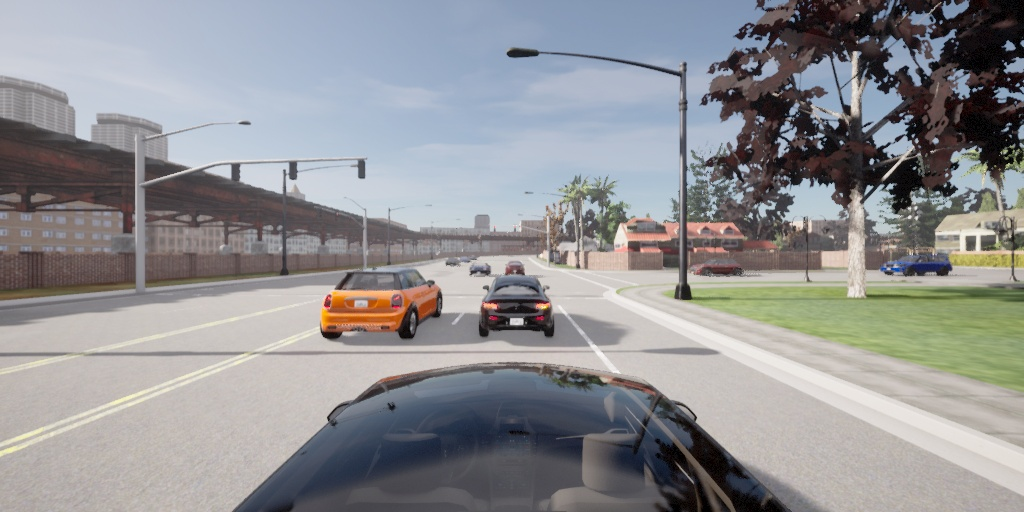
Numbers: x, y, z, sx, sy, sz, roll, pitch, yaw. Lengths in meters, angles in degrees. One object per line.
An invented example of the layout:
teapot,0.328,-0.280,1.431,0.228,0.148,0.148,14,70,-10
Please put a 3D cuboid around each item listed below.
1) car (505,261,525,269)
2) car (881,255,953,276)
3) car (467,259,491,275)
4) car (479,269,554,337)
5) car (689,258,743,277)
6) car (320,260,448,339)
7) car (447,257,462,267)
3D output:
car,0.293,1.227,35.998,1.812,1.442,4.674,0,0,0
car,40.011,0.938,35.504,5.566,2.045,2.150,0,0,-1
car,-3.200,1.302,37.035,1.895,1.301,4.718,0,0,0
car,0.122,1.269,10.145,1.812,1.442,4.674,0,0,0
car,19.945,1.074,35.178,4.553,1.767,2.097,0,0,-1
car,-3.376,1.095,10.198,2.097,1.767,4.553,0,0,1
car,-10.222,1.028,61.352,1.837,1.490,4.892,0,0,1
